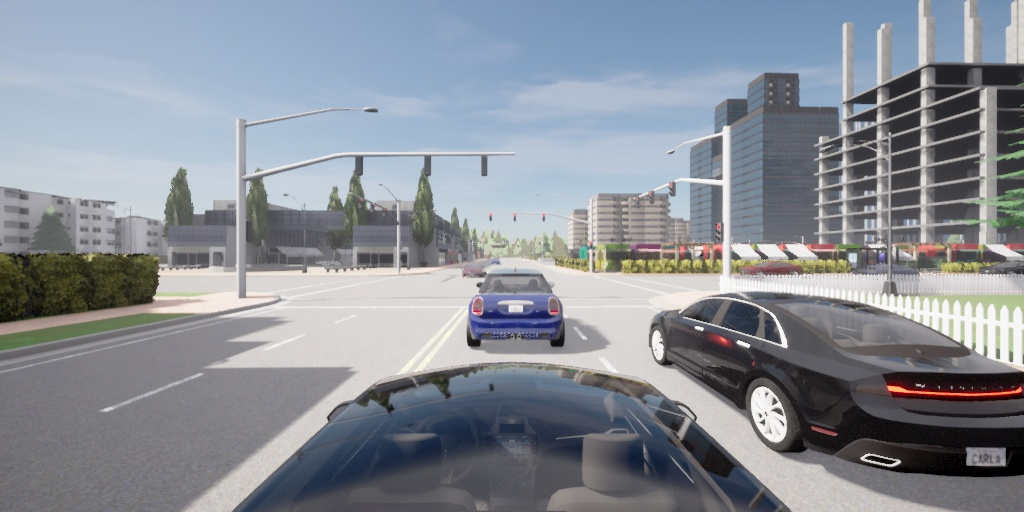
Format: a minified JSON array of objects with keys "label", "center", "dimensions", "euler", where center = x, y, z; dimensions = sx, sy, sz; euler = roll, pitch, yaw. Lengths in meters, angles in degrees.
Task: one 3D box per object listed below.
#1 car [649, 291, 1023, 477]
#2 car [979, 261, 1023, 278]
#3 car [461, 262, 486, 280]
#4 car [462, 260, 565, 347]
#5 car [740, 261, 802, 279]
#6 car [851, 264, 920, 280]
[{"label":"car","center":[3.562,1.253,5.104],"dimensions":[1.837,1.490,4.892],"euler":[0,0,0]},{"label":"car","center":[46.085,1.211,32.921],"dimensions":[5.008,1.535,1.882],"euler":[0,0,-1]},{"label":"car","center":[-3.476,1.313,33.353],"dimensions":[1.812,1.442,4.674],"euler":[0,1,0]},{"label":"car","center":[0.084,1.098,9.464],"dimensions":[2.097,1.767,4.553],"euler":[0,0,0]},{"label":"car","center":[23.333,1.211,32.403],"dimensions":[5.008,1.535,1.882],"euler":[0,0,-1]},{"label":"car","center":[30.174,1.299,29.072],"dimensions":[4.181,1.385,1.994],"euler":[0,0,-1]}]
